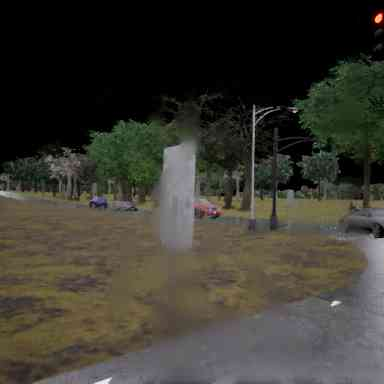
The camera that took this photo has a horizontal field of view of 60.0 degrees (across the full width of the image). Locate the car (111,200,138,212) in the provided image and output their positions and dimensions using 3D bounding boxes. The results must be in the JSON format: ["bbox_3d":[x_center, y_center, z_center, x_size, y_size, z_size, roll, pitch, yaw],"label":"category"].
[{"bbox_3d":[-9.026,2.036,45.878,1.994,1.385,4.181,3,-2,-36],"label":"car"}]

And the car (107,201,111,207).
[{"bbox_3d":[-12.296,2.187,56.729,1.837,1.490,4.892,3,-2,-36],"label":"car"}]

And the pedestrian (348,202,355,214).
[{"bbox_3d":[13.335,1.717,27.799,0.375,1.860,0.375,2,-1,-36],"label":"pedestrian"}]

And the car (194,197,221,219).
[{"bbox_3d":[0.445,1.540,32.678,2.150,2.045,5.566,3,-2,-37],"label":"car"}]

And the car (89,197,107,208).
[{"bbox_3d":[-18.385,1.963,65.208,2.150,2.045,5.566,3,-2,-36],"label":"car"}]

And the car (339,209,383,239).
[{"bbox_3d":[9.355,1.552,16.800,1.994,1.385,4.181,2,-2,-9],"label":"car"}]
